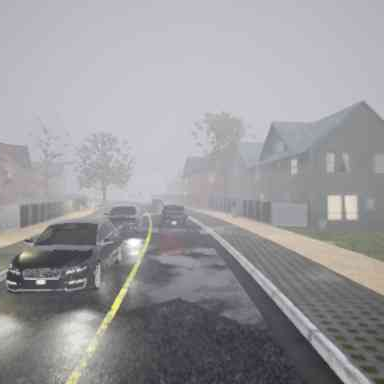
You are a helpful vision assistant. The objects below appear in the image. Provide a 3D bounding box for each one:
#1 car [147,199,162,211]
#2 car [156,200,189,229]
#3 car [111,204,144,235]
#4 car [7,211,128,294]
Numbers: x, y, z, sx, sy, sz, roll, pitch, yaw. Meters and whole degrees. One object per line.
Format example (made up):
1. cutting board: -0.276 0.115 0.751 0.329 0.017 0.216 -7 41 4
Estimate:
1. car: -4.218 1.506 39.835 1.812 1.442 4.674 0 0 -12
2. car: -1.262 1.504 21.487 1.837 1.490 4.892 0 0 -6
3. car: -3.810 1.505 18.939 1.837 1.490 4.892 0 0 -5
4. car: -3.094 1.511 8.995 1.837 1.490 4.892 0 0 -3
